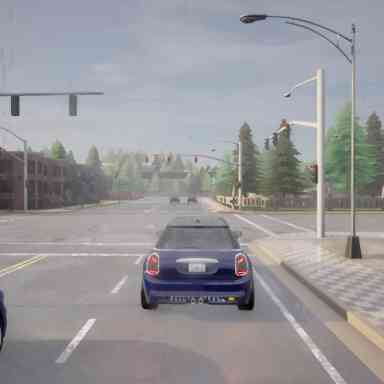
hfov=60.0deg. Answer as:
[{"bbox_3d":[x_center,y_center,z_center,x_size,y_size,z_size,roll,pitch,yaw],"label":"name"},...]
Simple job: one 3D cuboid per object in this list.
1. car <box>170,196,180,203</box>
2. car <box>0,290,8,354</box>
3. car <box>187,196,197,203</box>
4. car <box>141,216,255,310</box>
[{"bbox_3d":[-3.463,1.505,68.266,1.837,1.490,4.892,0,0,0],"label":"car"},{"bbox_3d":[-3.441,1.478,2.522,1.882,1.535,5.008,0,0,0],"label":"car"},{"bbox_3d":[0.037,1.505,68.264,1.837,1.490,4.892,0,0,0],"label":"car"},{"bbox_3d":[0.158,1.352,7.976,2.097,1.767,4.553,0,0,2],"label":"car"}]
